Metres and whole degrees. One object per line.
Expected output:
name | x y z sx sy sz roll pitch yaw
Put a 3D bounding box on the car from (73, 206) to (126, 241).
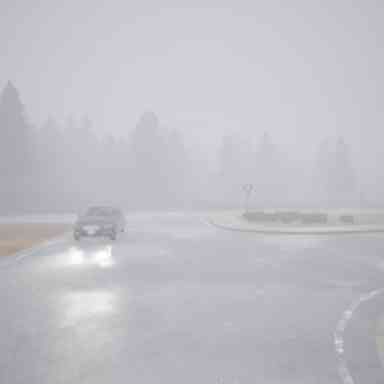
car | -4.444 1.448 16.538 2.128 1.511 4.902 0 0 -4
